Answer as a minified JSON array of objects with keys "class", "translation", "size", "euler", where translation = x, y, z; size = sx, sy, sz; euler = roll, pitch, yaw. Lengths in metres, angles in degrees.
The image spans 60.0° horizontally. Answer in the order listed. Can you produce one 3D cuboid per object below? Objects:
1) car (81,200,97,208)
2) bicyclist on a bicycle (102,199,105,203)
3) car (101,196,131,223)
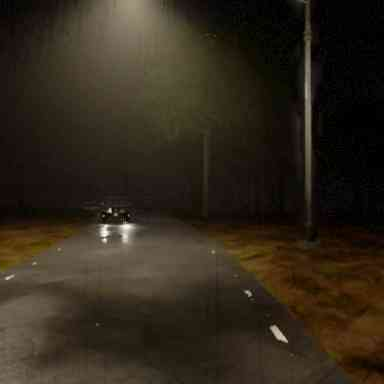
[{"class":"car","translation":[-21.285,2.401,67.592],"size":[2.033,1.411,5.357],"euler":[0,-1,-26]},{"class":"bicyclist on a bicycle","translation":[-19.083,2.359,71.913],"size":[0.866,1.612,1.509],"euler":[1,-3,-26]},{"class":"car","translation":[-6.309,1.381,27.707],"size":[2.150,2.045,5.566],"euler":[0,-1,-13]}]
